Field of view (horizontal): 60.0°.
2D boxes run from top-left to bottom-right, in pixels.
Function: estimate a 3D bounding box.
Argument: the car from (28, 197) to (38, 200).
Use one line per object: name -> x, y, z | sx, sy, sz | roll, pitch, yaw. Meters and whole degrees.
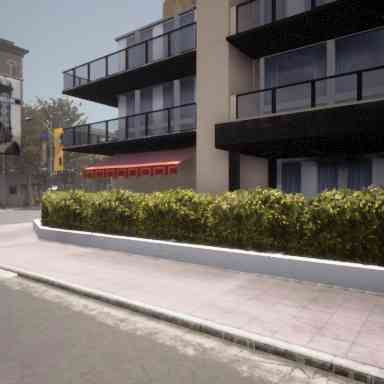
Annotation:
car -> -34.495, 1.481, 68.404 | 4.892, 1.521, 2.231 | 0, 0, 37
